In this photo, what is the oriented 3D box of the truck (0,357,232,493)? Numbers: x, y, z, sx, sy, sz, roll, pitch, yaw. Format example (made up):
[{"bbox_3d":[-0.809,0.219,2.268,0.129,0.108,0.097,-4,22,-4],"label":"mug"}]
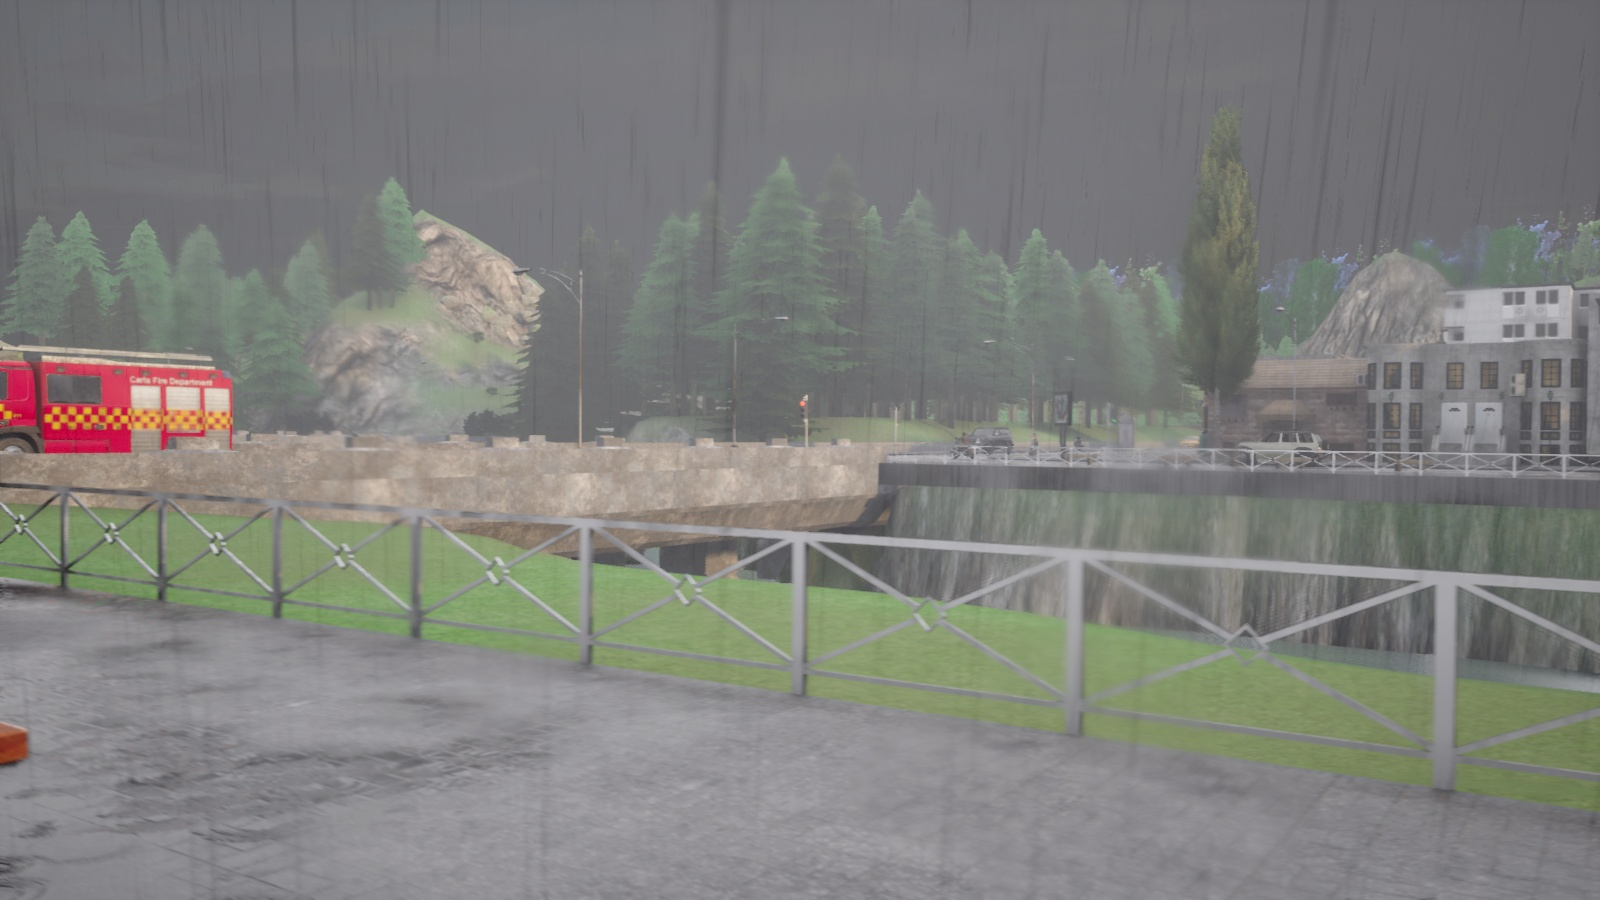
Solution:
[{"bbox_3d":[-22.169,-0.756,38.394,2.891,3.827,8.468,0,1,34],"label":"truck"}]

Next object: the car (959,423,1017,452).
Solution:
[{"bbox_3d":[13.934,-0.941,92.725,2.150,2.045,5.566,0,1,33],"label":"car"}]

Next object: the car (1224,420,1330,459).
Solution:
[{"bbox_3d":[23.728,-0.519,62.460,4.605,1.855,1.932,0,1,34],"label":"car"}]

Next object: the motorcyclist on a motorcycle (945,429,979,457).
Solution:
[{"bbox_3d":[9.498,-0.410,73.626,0.766,1.649,2.350,1,0,-28],"label":"motorcyclist on a motorcycle"}]
